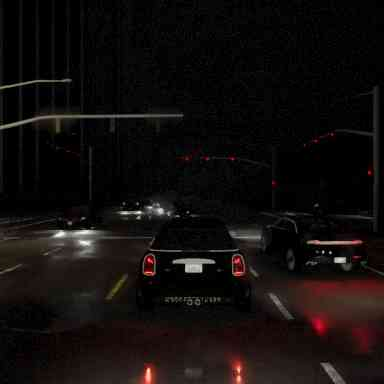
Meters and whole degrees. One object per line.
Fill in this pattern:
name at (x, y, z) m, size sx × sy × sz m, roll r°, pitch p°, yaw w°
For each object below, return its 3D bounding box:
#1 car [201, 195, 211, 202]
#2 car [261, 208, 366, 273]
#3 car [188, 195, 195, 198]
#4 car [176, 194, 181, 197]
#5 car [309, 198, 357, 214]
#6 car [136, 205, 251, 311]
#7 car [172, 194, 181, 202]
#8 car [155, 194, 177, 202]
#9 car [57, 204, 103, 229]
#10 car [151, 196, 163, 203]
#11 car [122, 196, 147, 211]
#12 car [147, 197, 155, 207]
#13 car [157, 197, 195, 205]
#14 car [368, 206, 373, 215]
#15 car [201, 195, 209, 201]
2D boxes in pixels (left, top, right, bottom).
car at (3.353, 1.500, 77.829) m, size 1.837 × 1.490 × 4.892 m, roll 0°, pitch 0°, yaw 0°
car at (3.599, 1.492, 10.741) m, size 2.128 × 1.511 × 4.902 m, roll 0°, pitch 0°, yaw -3°
car at (-0.147, 1.478, 77.845) m, size 1.882 × 1.535 × 5.008 m, roll 0°, pitch 0°, yaw 0°
car at (-3.672, 1.506, 63.999) m, size 1.837 × 1.490 × 4.892 m, roll 0°, pitch 0°, yaw 0°
car at (14.606, 1.407, 34.682) m, size 4.553 × 1.767 × 2.097 m, roll 0°, pitch 0°, yaw 2°
car at (0.042, 1.352, 7.931) m, size 2.097 × 1.767 × 4.553 m, roll 0°, pitch 0°, yaw 0°
car at (-3.649, 1.332, 78.860) m, size 2.097 × 1.767 × 4.553 m, roll 0°, pitch 0°, yaw 0°
car at (-3.687, 1.491, 48.085) m, size 2.128 × 1.511 × 4.902 m, roll 0°, pitch 0°, yaw 0°
car at (-7.142, 1.552, 21.784) m, size 1.812 × 1.442 × 4.674 m, roll 0°, pitch 0°, yaw 0°
car at (-7.140, 1.601, 68.017) m, size 1.895 × 1.301 × 4.718 m, roll 0°, pitch 0°, yaw 0°
car at (-7.177, 1.363, 40.999) m, size 2.097 × 1.767 × 4.553 m, roll 0°, pitch 0°, yaw 0°
car at (-7.192, 1.526, 52.376) m, size 1.812 × 1.442 × 4.674 m, roll 0°, pitch 0°, yaw 0°
car at (-1.509, 1.579, 34.321) m, size 2.033 × 1.411 × 5.357 m, roll 0°, pitch 0°, yaw -25°
car at (19.117, 1.560, 31.129) m, size 4.892 × 1.490 × 1.837 m, roll 0°, pitch 0°, yaw 0°
car at (3.334, 1.478, 87.928) m, size 1.882 × 1.535 × 5.008 m, roll 0°, pitch 0°, yaw 0°
